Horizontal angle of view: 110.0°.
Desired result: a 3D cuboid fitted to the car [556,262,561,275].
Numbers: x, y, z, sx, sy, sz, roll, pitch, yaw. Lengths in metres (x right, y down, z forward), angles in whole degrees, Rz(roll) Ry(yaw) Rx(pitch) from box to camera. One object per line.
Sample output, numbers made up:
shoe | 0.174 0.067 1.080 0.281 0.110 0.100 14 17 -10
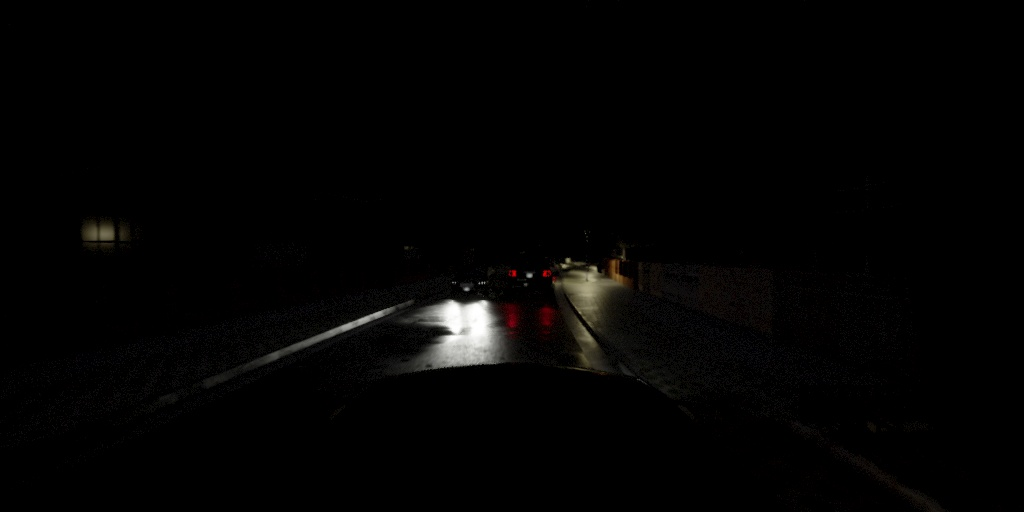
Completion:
car | 4.131 1.248 38.793 1.812 1.442 4.674 0 0 12

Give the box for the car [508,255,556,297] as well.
car | 1.037 0.958 18.970 2.150 2.045 5.566 0 0 5

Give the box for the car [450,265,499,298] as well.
car | -1.808 1.223 18.510 2.128 1.511 4.902 0 0 6
